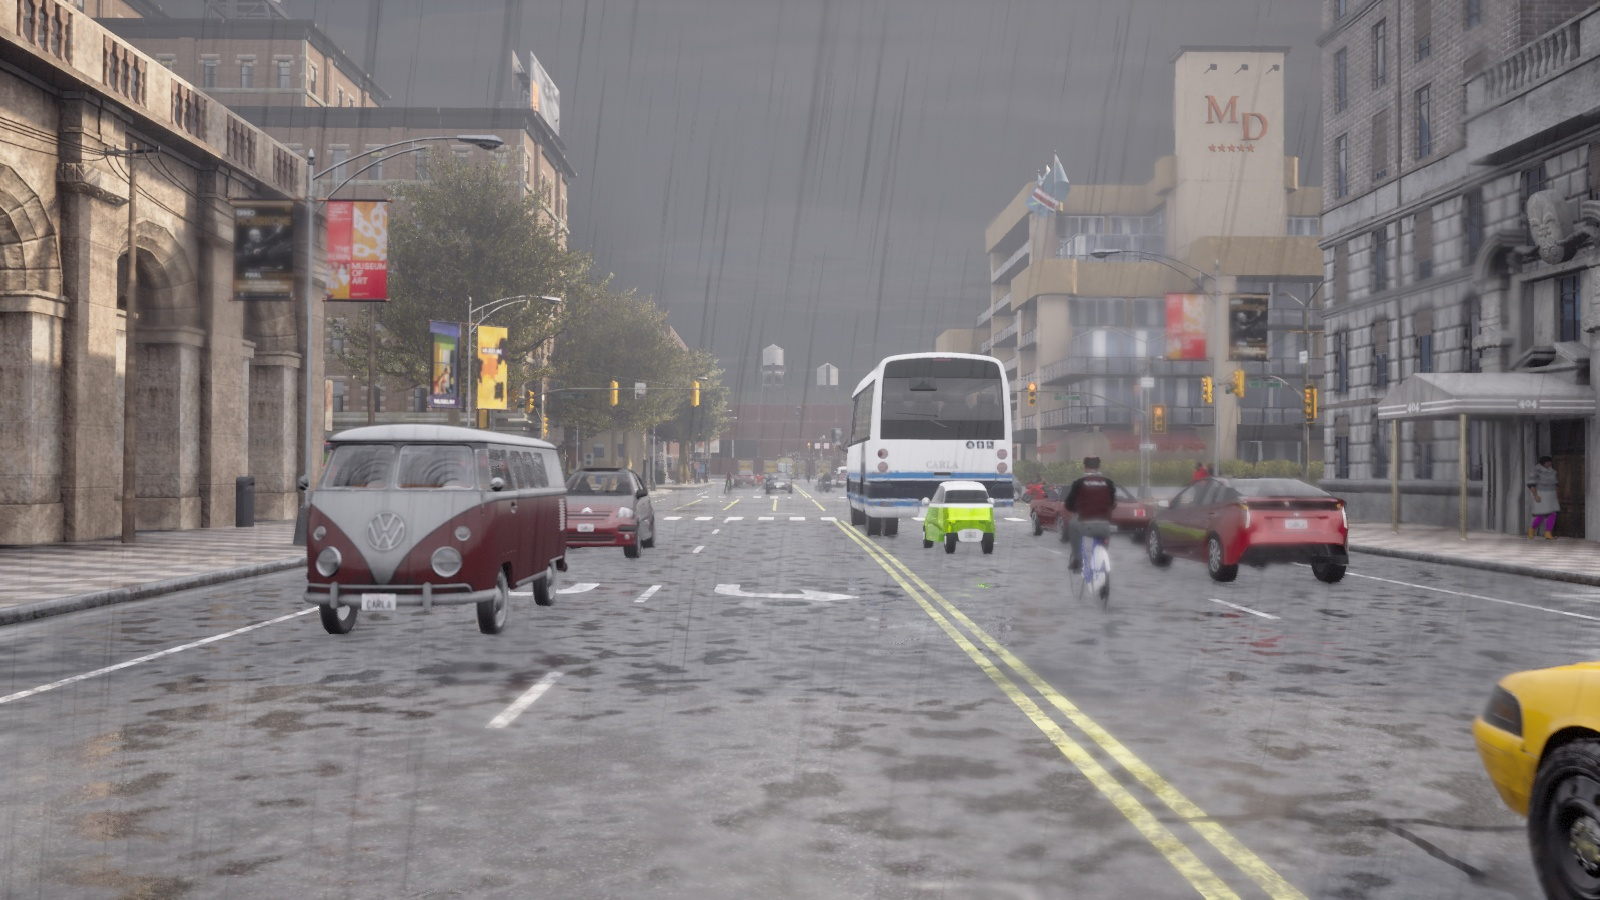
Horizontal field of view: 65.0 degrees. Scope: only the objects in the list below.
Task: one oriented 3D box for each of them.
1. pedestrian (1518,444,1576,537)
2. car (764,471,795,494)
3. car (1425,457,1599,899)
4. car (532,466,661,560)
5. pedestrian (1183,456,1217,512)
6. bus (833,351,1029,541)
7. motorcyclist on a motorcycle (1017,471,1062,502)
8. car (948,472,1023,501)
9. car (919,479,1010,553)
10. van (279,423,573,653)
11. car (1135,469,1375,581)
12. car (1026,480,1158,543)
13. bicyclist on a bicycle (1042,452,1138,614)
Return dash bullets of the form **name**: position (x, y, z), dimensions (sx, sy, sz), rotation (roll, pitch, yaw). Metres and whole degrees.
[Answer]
- **pedestrian**: position (16.029, 0.859, 26.969), dimensions (0.659, 1.952, 0.873), rotation (0, -1, -4)
- **car**: position (-1.442, 2.247, 87.812), dimensions (2.128, 1.511, 4.902), rotation (0, -1, -1)
- **car**: position (3.454, 0.780, 2.390), dimensions (1.801, 1.575, 5.366), rotation (0, -1, 0)
- **car**: position (-3.743, 1.126, 23.767), dimensions (1.851, 1.617, 3.988), rotation (0, -1, -1)
- **pedestrian**: position (13.123, 1.109, 41.204), dimensions (0.899, 1.844, 0.634), rotation (0, -1, -3)
- **bus**: position (3.075, -0.015, 33.390), dimensions (3.944, 4.253, 10.273), rotation (0, -1, -1)
- **motorcyclist on a motorcycle**: position (11.758, 1.782, 61.653), dimensions (2.044, 1.523, 0.797), rotation (0, 0, -18)
- **car**: position (9.772, 1.900, 66.296), dimensions (3.633, 1.501, 1.845), rotation (0, -1, -1)
- **car**: position (3.237, 1.275, 24.971), dimensions (1.481, 1.376, 2.207), rotation (0, -1, -1)
- **van**: position (-3.637, 0.802, 13.094), dimensions (1.775, 1.987, 4.442), rotation (0, -1, 0)
- **car**: position (6.812, 1.059, 19.399), dimensions (2.007, 1.525, 4.514), rotation (0, -1, -1)
- **car**: position (6.662, 1.377, 29.183), dimensions (1.895, 1.301, 4.718), rotation (0, -1, -1)
- **bicyclist on a bicycle**: position (3.357, 0.918, 14.691), dimensions (0.659, 1.776, 1.843), rotation (0, -1, -1)
